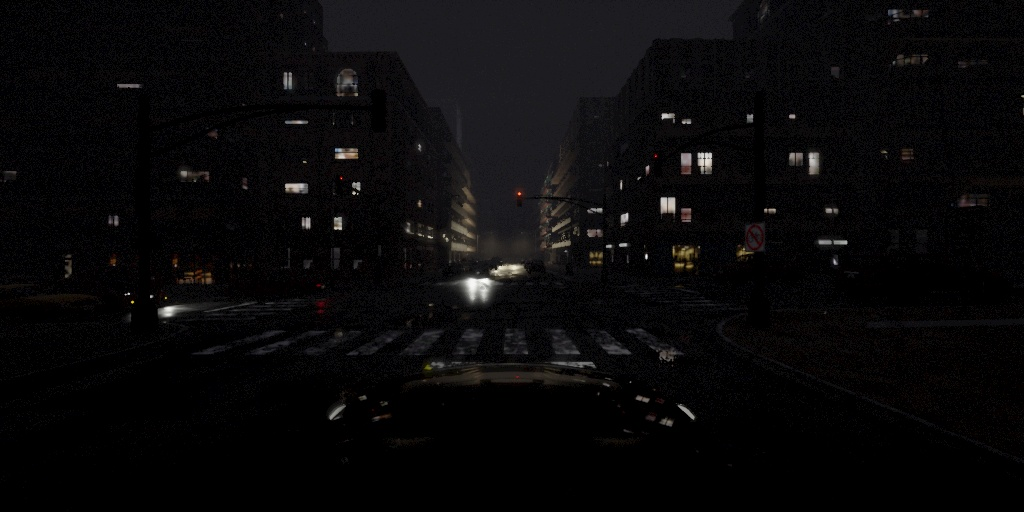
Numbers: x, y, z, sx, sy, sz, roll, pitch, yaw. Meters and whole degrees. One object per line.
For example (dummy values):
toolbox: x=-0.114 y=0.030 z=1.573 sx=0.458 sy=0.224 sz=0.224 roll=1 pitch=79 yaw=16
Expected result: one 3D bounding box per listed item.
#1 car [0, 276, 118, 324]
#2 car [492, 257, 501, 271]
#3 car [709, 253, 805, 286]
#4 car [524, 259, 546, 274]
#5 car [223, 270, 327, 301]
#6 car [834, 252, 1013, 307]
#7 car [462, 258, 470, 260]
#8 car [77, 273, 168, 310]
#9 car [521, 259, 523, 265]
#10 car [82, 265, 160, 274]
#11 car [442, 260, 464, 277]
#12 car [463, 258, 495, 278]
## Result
car: x=-17.608 y=1.585 z=12.855 sx=4.829 sy=1.417 sz=1.751 roll=0 pitch=0 yaw=0
car: x=-2.994 y=1.240 z=50.584 sx=1.882 sy=1.535 sz=5.008 roll=0 pitch=0 yaw=0
car: x=14.616 y=0.759 z=21.449 sx=5.009 sy=1.841 sz=2.192 roll=0 pitch=0 yaw=0
car: x=2.771 y=1.198 z=40.822 sx=1.967 sy=1.591 sz=4.097 roll=0 pitch=0 yaw=0
car: x=-12.272 y=1.472 z=18.760 sx=4.674 sy=1.442 sz=1.812 roll=-1 pitch=1 yaw=-6
car: x=14.733 y=0.775 z=13.069 sx=5.009 sy=1.841 sz=2.192 roll=0 pitch=0 yaw=0
car: x=-5.609 y=1.283 z=40.668 sx=1.751 sy=1.417 sz=4.829 roll=0 pitch=0 yaw=0
car: x=-17.594 y=1.615 z=15.450 sx=4.181 sy=1.385 sz=1.994 roll=-1 pitch=0 yaw=0
car: x=2.807 y=1.348 z=57.870 sx=1.802 sy=1.307 sz=4.207 roll=0 pitch=0 yaw=0
car: x=-23.559 y=1.462 z=21.163 sx=5.009 sy=1.841 sz=2.192 roll=0 pitch=0 yaw=0
car: x=-5.621 y=1.322 z=35.155 sx=1.948 sy=1.339 sz=4.313 roll=0 pitch=0 yaw=0
car: x=-3.035 y=1.247 z=34.285 sx=2.128 sy=1.511 sz=4.902 roll=0 pitch=0 yaw=0
